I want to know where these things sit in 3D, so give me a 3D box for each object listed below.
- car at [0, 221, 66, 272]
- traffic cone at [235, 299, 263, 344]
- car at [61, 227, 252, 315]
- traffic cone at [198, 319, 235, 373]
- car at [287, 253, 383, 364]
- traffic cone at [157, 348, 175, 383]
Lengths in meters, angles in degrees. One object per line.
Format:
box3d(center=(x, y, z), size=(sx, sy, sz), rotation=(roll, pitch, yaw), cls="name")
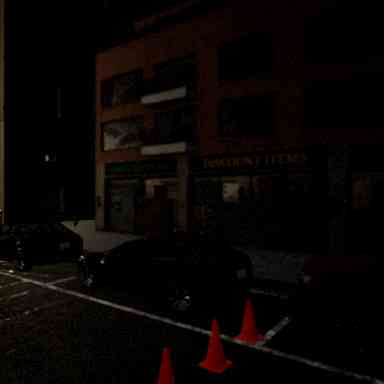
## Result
box3d(center=(-5.365, 1.594, 10.823), size=(4.313, 1.339, 1.947), rotation=(0, 0, 36), cls="car")
box3d(center=(0.885, 1.973, 5.181), size=(0.340, 0.580, 0.340), rotation=(0, 0, 36), cls="traffic cone")
box3d(center=(-0.758, 1.589, 7.520), size=(4.313, 1.339, 1.947), rotation=(0, 0, 36), cls="car")
box3d(center=(0.302, 1.970, 4.368), size=(0.340, 0.580, 0.340), rotation=(0, 0, 36), cls="traffic cone")
box3d(center=(3.850, 1.333, 4.217), size=(5.009, 1.841, 2.192), rotation=(0, 0, 36), cls="car")
box3d(center=(-0.281, 1.967, 3.555), size=(0.340, 0.580, 0.340), rotation=(0, 0, 36), cls="traffic cone")
